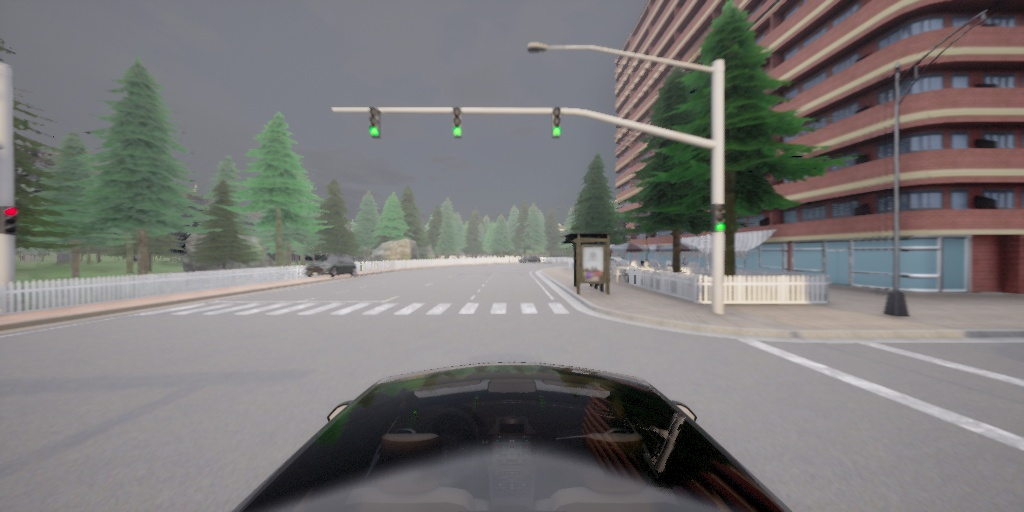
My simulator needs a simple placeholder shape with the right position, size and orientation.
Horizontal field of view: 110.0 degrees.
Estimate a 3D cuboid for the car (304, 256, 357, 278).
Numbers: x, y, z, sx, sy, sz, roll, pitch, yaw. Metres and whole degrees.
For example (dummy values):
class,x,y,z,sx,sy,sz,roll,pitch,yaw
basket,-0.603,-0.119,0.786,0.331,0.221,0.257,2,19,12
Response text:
class,x,y,z,sx,sy,sz,roll,pitch,yaw
car,-14.234,0.740,28.403,2.097,1.767,4.553,1,-1,3
